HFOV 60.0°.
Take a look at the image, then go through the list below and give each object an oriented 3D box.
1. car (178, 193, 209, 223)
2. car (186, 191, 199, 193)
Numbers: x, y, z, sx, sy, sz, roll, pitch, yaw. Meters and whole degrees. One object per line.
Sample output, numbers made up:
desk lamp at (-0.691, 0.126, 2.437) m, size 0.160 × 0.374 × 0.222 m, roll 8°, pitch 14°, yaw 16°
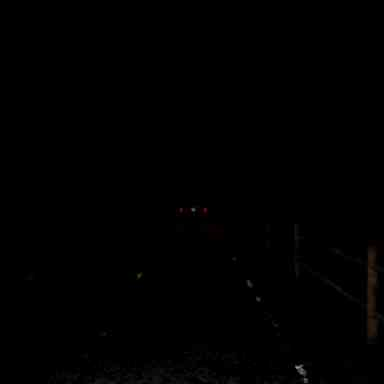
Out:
car at (0.087, 1.193, 23.961) m, size 2.097 × 1.767 × 4.553 m, roll 0°, pitch 0°, yaw 0°
car at (0.071, 0.948, 40.484) m, size 2.150 × 2.045 × 5.566 m, roll 0°, pitch 0°, yaw 1°
